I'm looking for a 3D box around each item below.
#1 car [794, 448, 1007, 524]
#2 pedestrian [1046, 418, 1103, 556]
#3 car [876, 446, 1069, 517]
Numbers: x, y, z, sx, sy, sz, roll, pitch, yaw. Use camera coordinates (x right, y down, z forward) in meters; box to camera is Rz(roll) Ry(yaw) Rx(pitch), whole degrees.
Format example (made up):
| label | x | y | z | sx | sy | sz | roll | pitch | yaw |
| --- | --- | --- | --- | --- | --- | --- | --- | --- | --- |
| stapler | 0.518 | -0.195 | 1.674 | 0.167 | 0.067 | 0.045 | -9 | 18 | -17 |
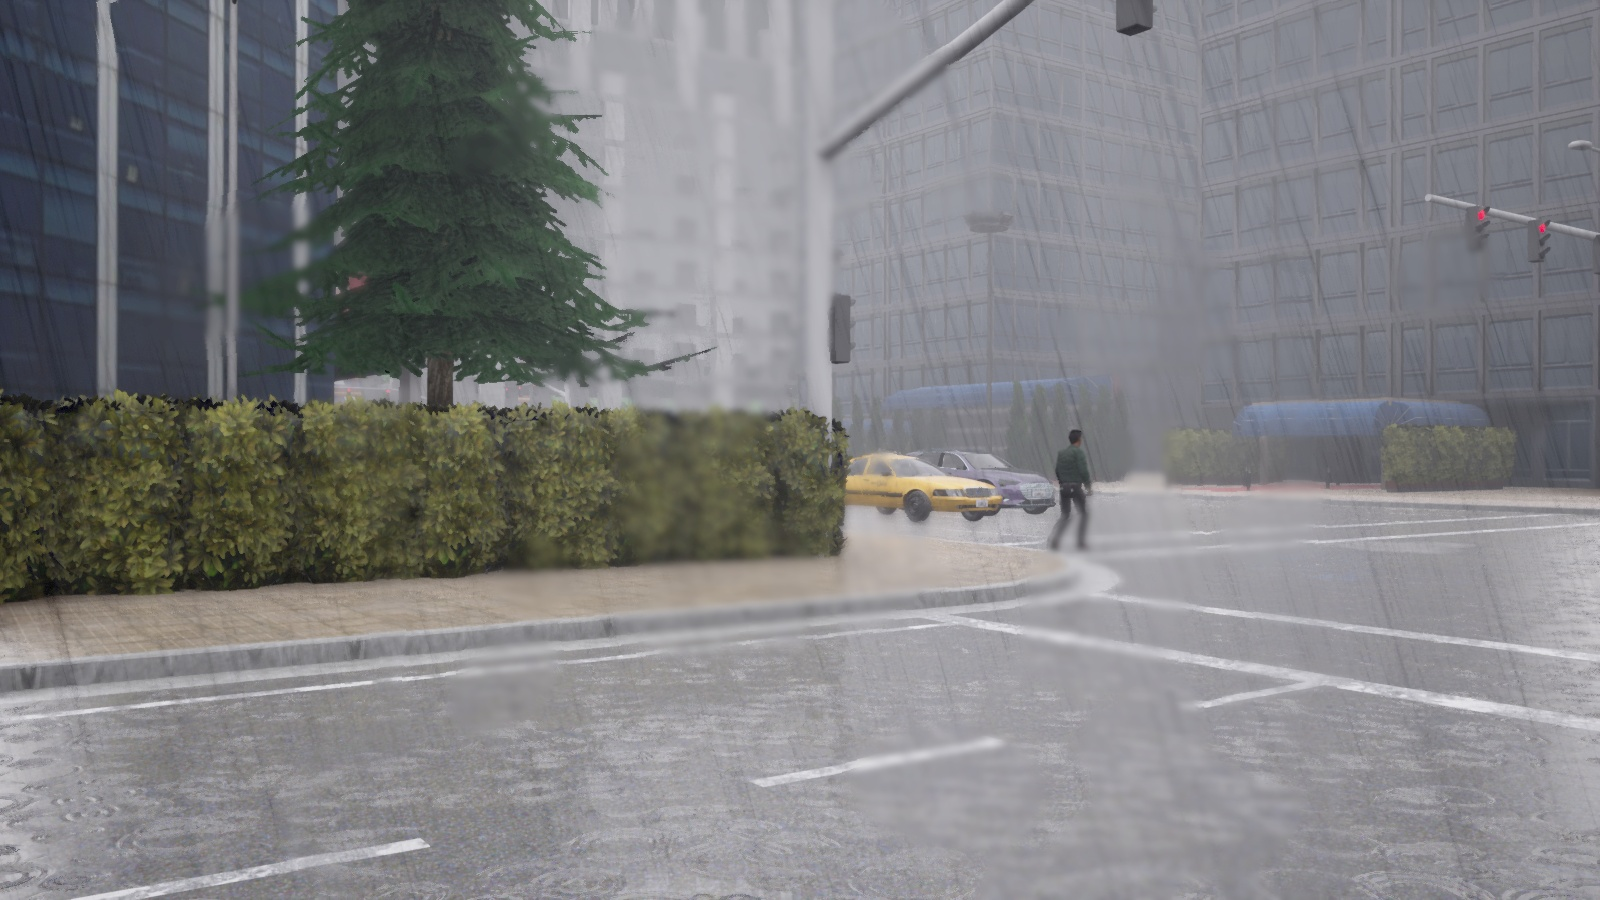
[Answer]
| label | x | y | z | sx | sy | sz | roll | pitch | yaw |
| --- | --- | --- | --- | --- | --- | --- | --- | --- | --- |
| car | 2.141 | 0.749 | 28.553 | 1.801 | 1.575 | 5.366 | 0 | 0 | -35 |
| pedestrian | 3.976 | 0.519 | 18.165 | 0.788 | 1.949 | 0.423 | 0 | 0 | -41 |
| car | 4.245 | 0.743 | 31.635 | 2.033 | 1.649 | 4.856 | 0 | 0 | -35 |
